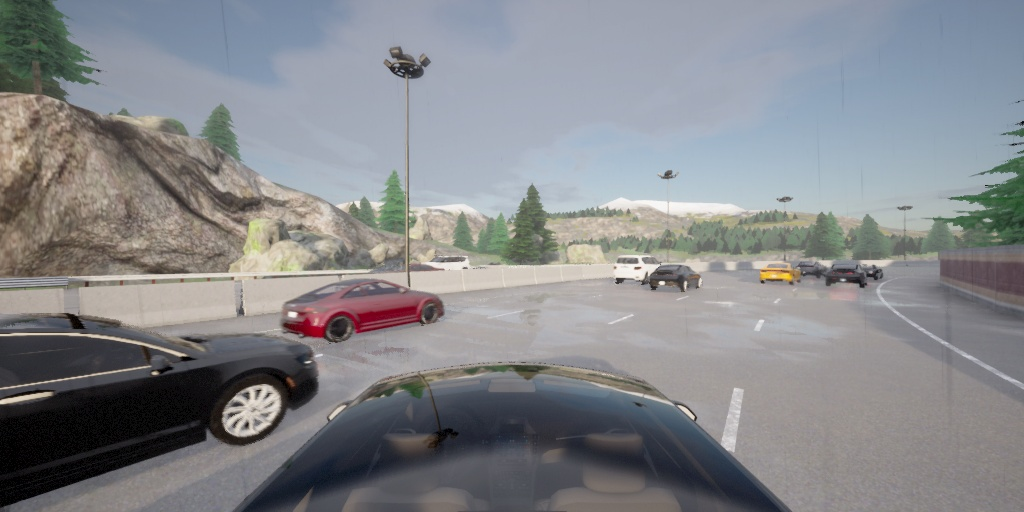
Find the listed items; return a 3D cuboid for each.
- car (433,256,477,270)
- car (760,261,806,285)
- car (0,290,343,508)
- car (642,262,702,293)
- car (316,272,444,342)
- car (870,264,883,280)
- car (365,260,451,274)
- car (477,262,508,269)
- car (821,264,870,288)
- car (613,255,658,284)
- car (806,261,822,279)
[{"bbox_3d":[-6.497,0.970,34.859,2.150,2.045,5.566,0,0,42],"label":"car"},{"bbox_3d":[19.767,1.226,26.328,5.008,1.535,1.882,0,0,-44],"label":"car"},{"bbox_3d":[-4.302,1.255,3.061,1.837,1.490,4.892,0,0,33],"label":"car"},{"bbox_3d":[9.737,1.250,21.200,1.837,1.490,4.892,0,-1,42],"label":"car"},{"bbox_3d":[-3.878,1.313,9.856,1.994,1.385,4.181,0,0,35],"label":"car"},{"bbox_3d":[30.426,1.349,30.910,4.718,1.301,1.895,0,0,-39],"label":"car"},{"bbox_3d":[-6.755,1.227,23.780,1.882,1.535,5.008,0,0,39],"label":"car"},{"bbox_3d":[-2.788,1.349,43.783,4.718,1.301,1.895,0,0,-44],"label":"car"},{"bbox_3d":[22.482,1.254,24.081,4.892,1.490,1.837,0,0,-43],"label":"car"},{"bbox_3d":[9.395,0.970,26.002,2.150,2.045,5.566,0,0,43],"label":"car"},{"bbox_3d":[27.712,1.240,33.199,4.902,1.511,2.128,0,0,-39],"label":"car"}]
